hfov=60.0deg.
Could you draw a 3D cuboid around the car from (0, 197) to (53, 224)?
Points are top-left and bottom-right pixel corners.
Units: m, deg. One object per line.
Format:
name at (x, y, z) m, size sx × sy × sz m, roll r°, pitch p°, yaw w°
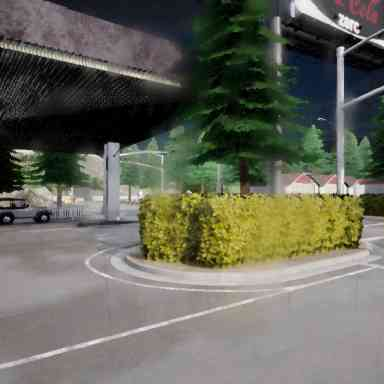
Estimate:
car at (-12.012, 1.313, 23.449) m, size 3.866 × 1.878 × 1.905 m, roll 0°, pitch 0°, yaw -36°
